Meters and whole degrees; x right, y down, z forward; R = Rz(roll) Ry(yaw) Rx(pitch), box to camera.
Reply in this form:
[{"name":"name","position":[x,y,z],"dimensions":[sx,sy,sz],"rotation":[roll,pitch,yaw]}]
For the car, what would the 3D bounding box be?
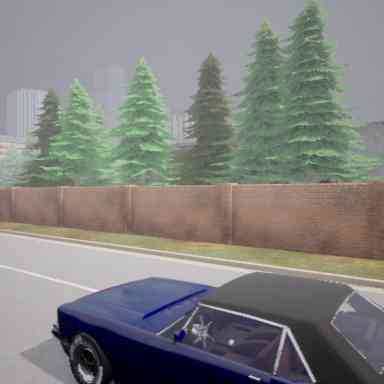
[{"name":"car","position":[0.576,1.601,3.579],"dimensions":[4.718,1.301,1.895],"rotation":[0,0,35]}]
